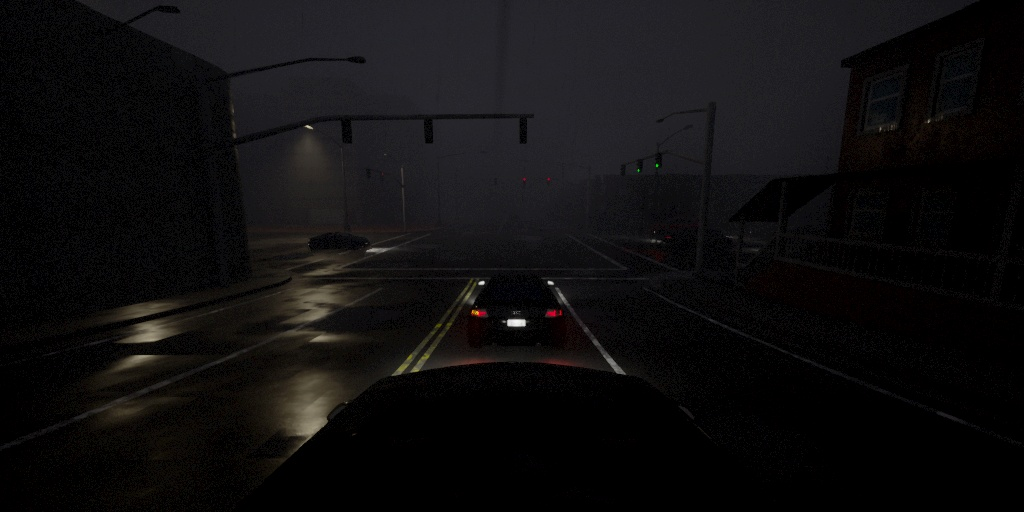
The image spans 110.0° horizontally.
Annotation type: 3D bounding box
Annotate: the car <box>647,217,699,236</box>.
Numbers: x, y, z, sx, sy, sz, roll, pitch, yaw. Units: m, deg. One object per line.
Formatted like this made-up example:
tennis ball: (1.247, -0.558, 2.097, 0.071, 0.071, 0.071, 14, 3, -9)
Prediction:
car: (17.006, -3.005, 37.243, 5.566, 2.045, 2.150, 0, 8, 0)

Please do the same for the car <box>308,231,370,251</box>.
car: (-13.019, -1.139, 27.032, 4.181, 1.385, 1.994, 0, 8, -2)

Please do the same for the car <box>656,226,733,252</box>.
car: (13.789, -1.182, 26.719, 4.902, 1.511, 2.128, 0, 8, 0)

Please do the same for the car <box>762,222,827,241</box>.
car: (26.968, -2.237, 33.741, 5.008, 1.535, 1.882, 0, 8, 0)

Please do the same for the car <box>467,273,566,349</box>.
car: (0.100, 1.092, 8.658, 1.994, 1.385, 4.181, 0, 3, 0)

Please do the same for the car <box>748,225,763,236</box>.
car: (27.253, -2.732, 37.203, 4.902, 1.511, 2.128, 0, 8, 1)

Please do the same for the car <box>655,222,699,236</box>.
car: (16.871, -2.173, 33.830, 5.357, 1.411, 2.033, 0, 8, 0)
